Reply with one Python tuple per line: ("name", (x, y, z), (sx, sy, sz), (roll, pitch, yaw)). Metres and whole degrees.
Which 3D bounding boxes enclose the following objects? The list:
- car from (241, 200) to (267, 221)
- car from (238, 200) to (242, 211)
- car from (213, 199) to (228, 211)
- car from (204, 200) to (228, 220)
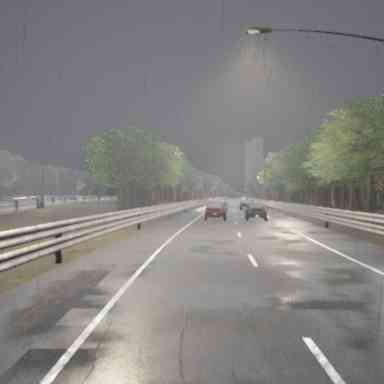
("car", (5.675, 1.739, 29.993), (1.837, 1.490, 4.892), (0, 0, 7))
("car", (7.570, 1.847, 47.021), (1.882, 1.535, 5.008), (0, 0, 7))
("car", (4.195, 1.854, 48.260), (2.128, 1.511, 4.902), (0, 0, 7))
("car", (2.225, 1.695, 30.586), (1.882, 1.535, 5.008), (0, 0, 7))
